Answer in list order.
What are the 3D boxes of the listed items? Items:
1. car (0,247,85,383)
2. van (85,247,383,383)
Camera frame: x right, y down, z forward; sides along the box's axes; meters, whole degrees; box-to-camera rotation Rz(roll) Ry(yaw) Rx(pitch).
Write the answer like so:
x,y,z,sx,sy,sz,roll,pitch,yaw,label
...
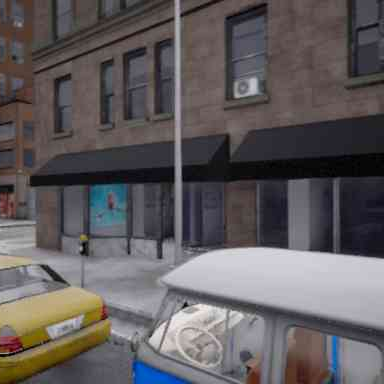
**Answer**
x,y,z,sx,sy,sz,roll,pitch,yaw,label
-3.361,1.565,5.245,4.829,1.417,1.752,0,0,36,car
1.392,1.340,1.855,3.998,1.788,1.690,0,0,36,van
